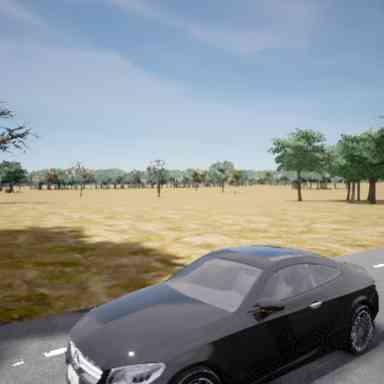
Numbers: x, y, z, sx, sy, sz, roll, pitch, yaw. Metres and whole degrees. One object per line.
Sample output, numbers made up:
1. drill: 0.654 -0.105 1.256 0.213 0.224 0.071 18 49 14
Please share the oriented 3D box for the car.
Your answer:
1. car: 0.762 1.520 4.536 4.674 1.442 1.812 0 0 -35
